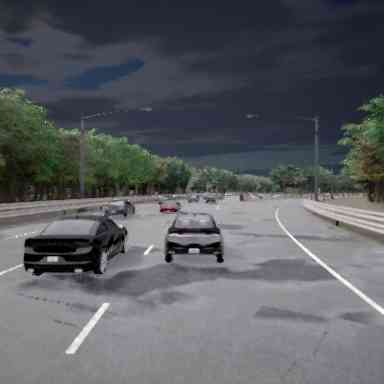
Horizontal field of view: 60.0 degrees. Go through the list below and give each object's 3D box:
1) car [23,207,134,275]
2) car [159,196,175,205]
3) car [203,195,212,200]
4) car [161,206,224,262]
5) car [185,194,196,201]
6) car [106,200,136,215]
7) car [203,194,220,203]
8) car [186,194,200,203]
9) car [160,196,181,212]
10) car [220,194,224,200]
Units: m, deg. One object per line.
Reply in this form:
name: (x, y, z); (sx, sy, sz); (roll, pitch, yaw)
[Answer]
car: (-3.325, 1.462, 10.467); (1.882, 1.535, 5.008); (0, 0, 0)
car: (-4.169, 1.429, 56.198); (1.994, 1.385, 4.181); (0, 0, 7)
car: (4.272, 1.371, 89.548); (1.895, 1.301, 4.718); (0, 0, 11)
car: (0.092, 1.487, 12.072); (2.128, 1.511, 4.902); (0, 0, 1)
car: (-0.343, 1.310, 83.709); (2.128, 1.511, 4.902); (0, 0, 10)
car: (-6.311, 1.450, 29.474); (1.812, 1.442, 4.674); (0, 0, 3)
car: (3.765, 1.373, 63.991); (1.837, 1.490, 4.892); (0, 0, 7)
car: (0.435, 1.379, 64.796); (1.812, 1.442, 4.674); (0, 0, 8)
car: (-2.316, 1.494, 36.917); (1.994, 1.385, 4.181); (0, 0, 4)
car: (7.394, 1.319, 87.205); (2.128, 1.511, 4.902); (0, 0, 11)
